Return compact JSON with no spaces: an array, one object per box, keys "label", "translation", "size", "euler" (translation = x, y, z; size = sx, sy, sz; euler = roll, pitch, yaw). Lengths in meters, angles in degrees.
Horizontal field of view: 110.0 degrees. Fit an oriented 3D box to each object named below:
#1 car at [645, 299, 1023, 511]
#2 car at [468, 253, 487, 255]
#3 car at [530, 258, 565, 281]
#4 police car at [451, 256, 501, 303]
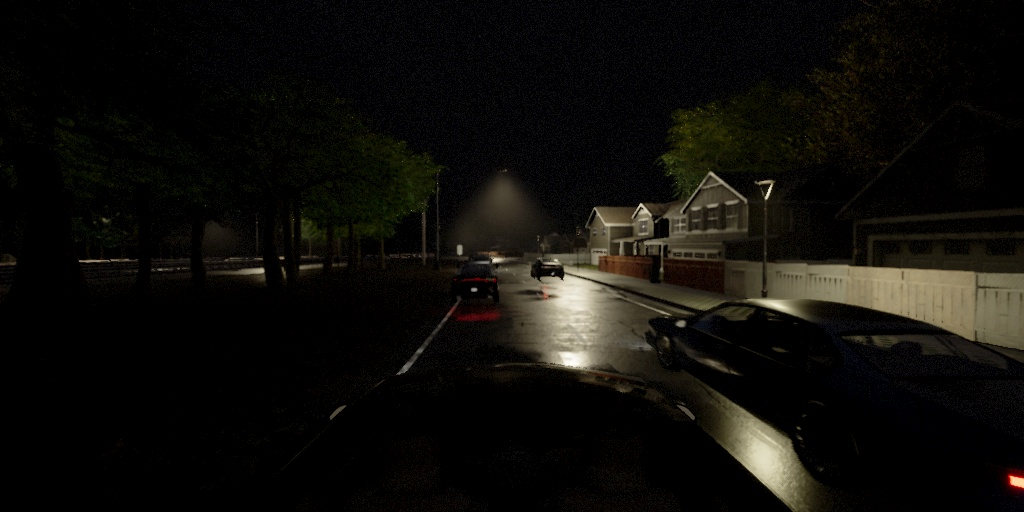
[{"label":"car","translation":[3.532,1.261,4.477],"size":[2.033,1.411,5.357],"euler":[0,1,-1]},{"label":"car","translation":[-2.699,0.682,31.591],"size":[2.097,1.767,4.553],"euler":[0,1,-5]},{"label":"car","translation":[2.448,0.909,25.564],"size":[2.128,1.511,4.902],"euler":[0,1,-4]},{"label":"police car","translation":[-1.522,0.993,15.748],"size":[1.930,1.638,5.238],"euler":[0,1,-3]}]
